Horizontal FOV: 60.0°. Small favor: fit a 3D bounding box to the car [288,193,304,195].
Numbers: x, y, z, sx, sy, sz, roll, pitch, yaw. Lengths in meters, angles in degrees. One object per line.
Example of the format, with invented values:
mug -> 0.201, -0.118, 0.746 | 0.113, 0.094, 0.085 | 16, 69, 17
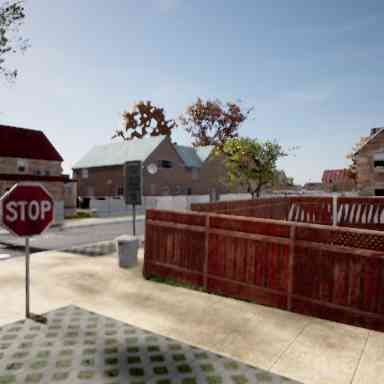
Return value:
car -> 11.580, 0.890, 36.227 | 2.097, 1.767, 4.553 | -1, 0, 36
